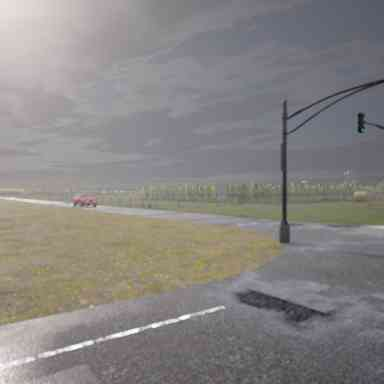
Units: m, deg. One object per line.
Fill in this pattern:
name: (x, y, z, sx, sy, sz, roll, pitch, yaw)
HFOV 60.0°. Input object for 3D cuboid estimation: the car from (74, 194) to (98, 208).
car: (-15.911, 1.263, 49.535, 2.150, 2.045, 5.566, 0, 0, -35)
